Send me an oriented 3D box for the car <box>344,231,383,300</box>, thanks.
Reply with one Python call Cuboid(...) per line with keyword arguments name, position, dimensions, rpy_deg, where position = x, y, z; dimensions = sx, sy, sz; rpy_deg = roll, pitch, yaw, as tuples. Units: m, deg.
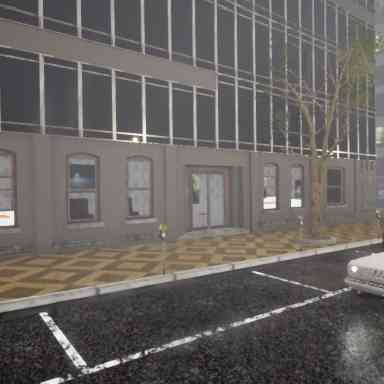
Cuboid(name="car", position=(5.360, 1.598, 7.221), dimensions=(4.718, 1.301, 1.895), rpy_deg=(0, 0, -36))
